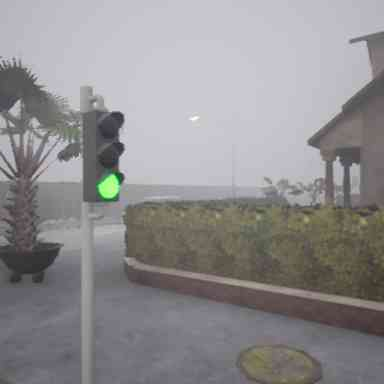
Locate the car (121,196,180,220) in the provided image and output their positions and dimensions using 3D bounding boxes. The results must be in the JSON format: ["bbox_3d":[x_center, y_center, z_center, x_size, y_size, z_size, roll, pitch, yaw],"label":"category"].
[{"bbox_3d":[-2.942,1.376,26.009,2.150,2.045,5.566,-1,0,36],"label":"car"}]

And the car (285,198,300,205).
[{"bbox_3d":[14.995,1.660,50.935,2.128,1.511,4.902,-1,0,36],"label":"car"}]

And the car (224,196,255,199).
[{"bbox_3d":[4.650,1.343,29.582,2.150,2.045,5.566,-1,0,36],"label":"car"}]

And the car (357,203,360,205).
[{"bbox_3d":[10.180,1.200,19.155,3.633,1.501,1.845,-1,0,33],"label":"car"}]
